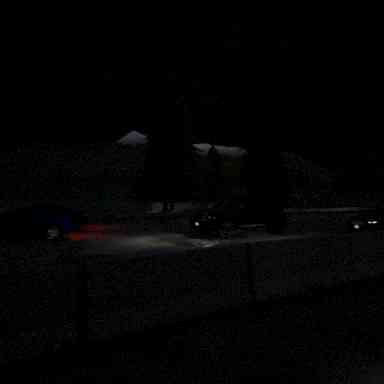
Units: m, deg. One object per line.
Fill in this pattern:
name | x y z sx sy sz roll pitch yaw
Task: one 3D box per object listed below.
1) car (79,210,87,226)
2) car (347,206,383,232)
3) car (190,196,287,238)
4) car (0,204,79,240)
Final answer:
car | -8.653 1.448 19.092 5.008 1.535 1.882 0 0 -33
car | 10.755 1.556 18.461 4.902 1.511 2.128 0 0 -27
car | 2.635 1.246 17.967 5.566 2.045 2.150 0 0 -30
car | -8.112 1.448 15.241 5.008 1.535 1.882 0 0 -34
